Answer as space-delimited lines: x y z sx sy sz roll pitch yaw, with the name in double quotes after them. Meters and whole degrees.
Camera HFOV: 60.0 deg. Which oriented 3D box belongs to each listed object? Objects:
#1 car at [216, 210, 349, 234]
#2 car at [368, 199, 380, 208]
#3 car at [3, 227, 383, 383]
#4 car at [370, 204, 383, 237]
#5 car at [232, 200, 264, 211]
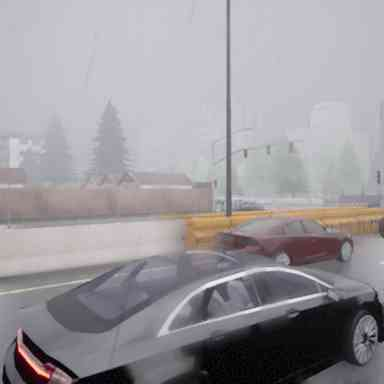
2.957 1.450 10.172 5.008 1.535 1.882 0 0 -36 "car"
21.019 1.378 34.503 4.892 1.490 1.837 0 1 32 "car"
0.491 1.482 4.104 4.902 1.511 2.128 0 0 -36 "car"
10.679 1.444 15.707 4.892 1.490 1.837 0 0 -36 "car"
4.006 1.425 28.254 4.902 1.511 2.128 0 0 -37 "car"
